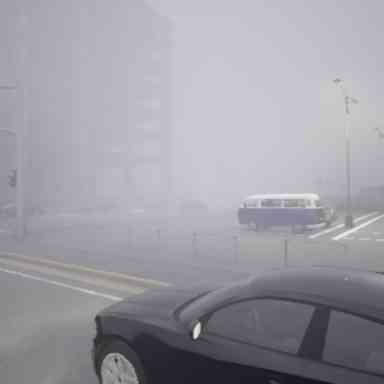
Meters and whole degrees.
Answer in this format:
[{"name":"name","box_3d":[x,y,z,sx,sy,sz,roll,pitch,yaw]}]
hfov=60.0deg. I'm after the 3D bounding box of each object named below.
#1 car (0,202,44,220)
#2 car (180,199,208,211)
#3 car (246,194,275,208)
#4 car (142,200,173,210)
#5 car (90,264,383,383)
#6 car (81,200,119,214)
[{"name":"car","box_3d":[-16.960,1.783,32.204,1.882,1.535,5.008,-1,0,35]},{"name":"car","box_3d":[0.344,1.717,44.167,2.128,1.511,4.902,-1,0,35]},{"name":"car","box_3d":[12.767,1.448,61.697,2.150,2.045,5.566,-1,0,35]},{"name":"car","box_3d":[-4.980,1.853,49.084,2.033,1.411,5.357,-1,0,36]},{"name":"car","box_3d":[1.107,1.487,3.201,5.008,1.535,1.882,-1,0,35]},{"name":"car","box_3d":[-11.131,1.783,40.418,1.882,1.535,5.008,-1,0,35]}]
